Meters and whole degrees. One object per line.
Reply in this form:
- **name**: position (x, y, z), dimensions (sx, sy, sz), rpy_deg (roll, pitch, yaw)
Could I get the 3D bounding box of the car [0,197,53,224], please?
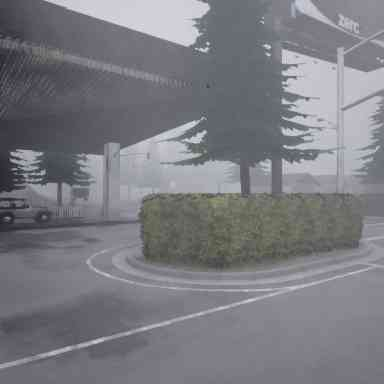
- **car**: position (-12.003, 1.313, 23.463), dimensions (3.866, 1.878, 1.905), rpy_deg (0, 0, -36)
